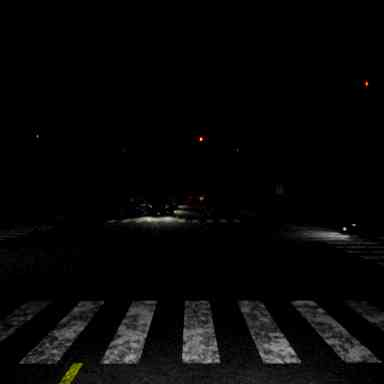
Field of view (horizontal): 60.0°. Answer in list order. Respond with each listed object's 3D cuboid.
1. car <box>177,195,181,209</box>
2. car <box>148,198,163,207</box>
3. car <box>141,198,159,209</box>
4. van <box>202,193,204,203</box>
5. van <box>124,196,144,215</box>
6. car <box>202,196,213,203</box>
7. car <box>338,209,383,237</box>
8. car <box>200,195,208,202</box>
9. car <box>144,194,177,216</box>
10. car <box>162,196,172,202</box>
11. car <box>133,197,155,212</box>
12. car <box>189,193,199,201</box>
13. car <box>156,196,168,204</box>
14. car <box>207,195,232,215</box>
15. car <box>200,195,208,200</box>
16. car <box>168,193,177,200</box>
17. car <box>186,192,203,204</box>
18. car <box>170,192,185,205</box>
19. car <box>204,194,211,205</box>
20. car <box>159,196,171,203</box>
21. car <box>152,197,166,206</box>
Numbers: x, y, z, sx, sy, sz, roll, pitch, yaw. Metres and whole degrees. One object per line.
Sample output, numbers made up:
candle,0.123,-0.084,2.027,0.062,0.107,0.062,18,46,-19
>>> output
car,-2.831,1.461,42.060,1.882,1.535,5.008,0,0,1
car,-5.537,1.562,50.433,1.802,1.307,4.206,0,0,0
car,-5.574,1.548,44.764,1.947,1.339,4.313,0,0,0
van,3.025,1.318,56.051,1.690,1.788,3.998,0,0,0
van,-5.648,1.328,33.428,1.690,1.788,3.998,0,0,0
car,3.098,1.520,67.390,2.008,1.369,4.403,0,0,0
car,10.662,1.553,17.425,5.357,1.411,2.033,0,0,0
car,2.860,1.417,79.561,1.801,1.575,5.366,0,0,0
car,-2.938,1.339,32.126,2.097,1.767,4.553,0,0,2
car,-5.390,1.510,73.104,1.887,1.381,4.507,0,0,0
car,-5.611,1.425,39.096,1.967,1.590,4.097,0,0,0
car,0.472,1.152,73.758,2.097,1.767,4.553,0,0,0
car,-5.465,1.499,61.599,1.752,1.417,4.829,0,0,0
car,2.878,1.427,33.375,1.967,1.590,4.097,0,0,0
car,3.245,1.516,90.067,1.947,1.339,4.313,0,0,0
car,-5.281,1.265,90.110,2.192,1.841,5.009,0,0,0
car,0.406,1.194,63.398,2.150,2.045,5.566,0,0,0
car,-2.723,1.195,56.584,2.150,2.045,5.566,0,0,1
car,2.951,1.423,44.713,1.967,1.590,4.097,0,0,0
car,-5.427,1.535,67.437,1.947,1.339,4.313,0,0,0
car,-5.501,1.543,56.101,1.947,1.339,4.313,0,0,0
